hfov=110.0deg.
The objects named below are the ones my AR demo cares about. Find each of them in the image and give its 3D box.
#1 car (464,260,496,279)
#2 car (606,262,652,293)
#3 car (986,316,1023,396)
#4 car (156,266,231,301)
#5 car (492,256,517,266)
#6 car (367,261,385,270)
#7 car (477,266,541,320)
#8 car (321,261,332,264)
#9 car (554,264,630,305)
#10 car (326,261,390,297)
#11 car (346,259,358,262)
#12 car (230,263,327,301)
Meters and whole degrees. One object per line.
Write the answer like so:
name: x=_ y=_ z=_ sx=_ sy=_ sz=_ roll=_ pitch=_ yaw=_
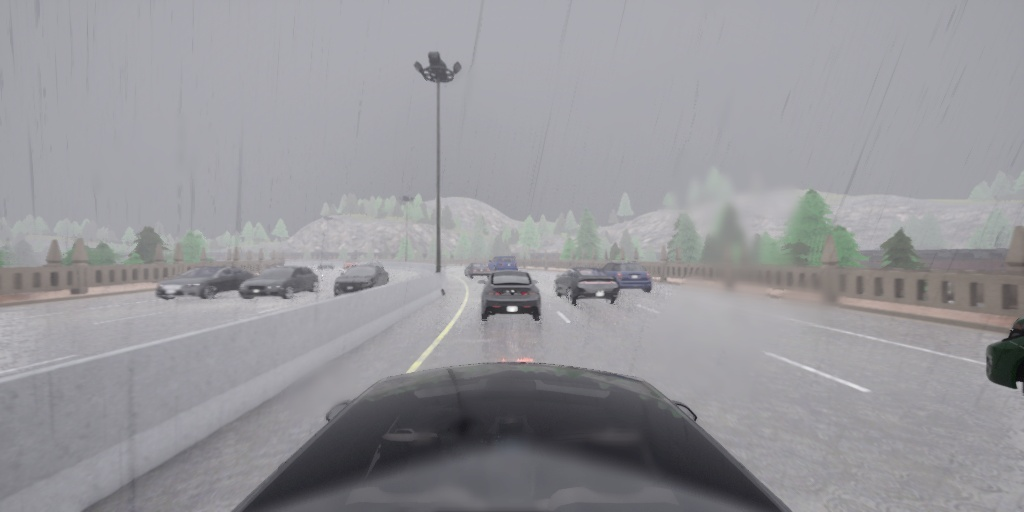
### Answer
car: x=-3.291 y=1.320 z=33.516 sx=2.033 sy=1.411 sz=5.357 roll=0 pitch=0 yaw=-15
car: x=6.171 y=1.101 z=20.772 sx=2.097 sy=1.767 sz=4.553 roll=0 pitch=0 yaw=-6
car: x=7.099 y=0.971 z=2.073 sx=2.150 sy=2.045 sz=5.566 roll=0 pitch=0 yaw=0
car: x=-14.754 y=1.249 z=17.639 sx=2.128 sy=1.511 sz=4.902 roll=0 pitch=0 yaw=-7
car: x=-1.086 y=0.998 z=38.369 sx=2.150 sy=2.045 sz=5.566 roll=0 pitch=0 yaw=-17
car: x=-22.578 y=1.467 z=59.281 sx=1.994 sy=1.385 sz=4.181 roll=0 pitch=0 yaw=-32
car: x=-0.119 y=1.253 z=12.568 sx=1.837 sy=1.490 sz=4.892 roll=0 pitch=0 yaw=-3
car: x=-29.727 y=1.463 z=57.341 sx=1.812 sy=1.442 sz=4.674 roll=0 pitch=0 yaw=-34
car: x=3.150 y=1.240 z=16.005 sx=2.128 sy=1.511 sz=4.902 roll=0 pitch=0 yaw=-4
car: x=-7.931 y=1.234 z=19.327 sx=1.882 sy=1.535 sz=5.008 roll=0 pitch=0 yaw=-8
car: x=-25.080 y=1.256 z=56.631 sx=2.097 sy=1.767 sz=4.553 roll=0 pitch=0 yaw=-32
car: x=-11.252 y=1.261 z=17.759 sx=1.837 sy=1.490 sz=4.892 roll=0 pitch=0 yaw=-7
